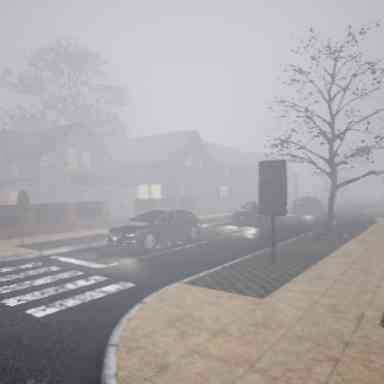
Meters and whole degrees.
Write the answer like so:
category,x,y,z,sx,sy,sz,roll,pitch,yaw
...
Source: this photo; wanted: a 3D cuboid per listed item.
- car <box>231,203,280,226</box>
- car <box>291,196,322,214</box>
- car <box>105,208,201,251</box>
category,x,y,z,sx,sy,sz,roll,pitch,yaw
car,4.364,1.410,22.498,1.994,1.385,4.181,0,1,37
car,11.039,1.210,31.891,1.837,1.490,4.892,0,1,36
car,-1.470,1.473,14.328,1.837,1.490,4.892,0,1,35
